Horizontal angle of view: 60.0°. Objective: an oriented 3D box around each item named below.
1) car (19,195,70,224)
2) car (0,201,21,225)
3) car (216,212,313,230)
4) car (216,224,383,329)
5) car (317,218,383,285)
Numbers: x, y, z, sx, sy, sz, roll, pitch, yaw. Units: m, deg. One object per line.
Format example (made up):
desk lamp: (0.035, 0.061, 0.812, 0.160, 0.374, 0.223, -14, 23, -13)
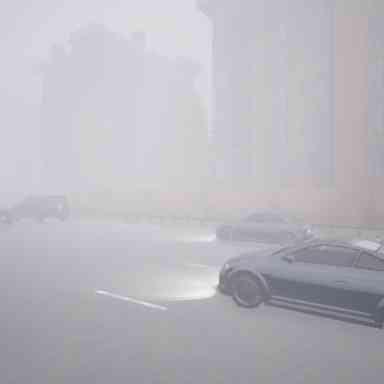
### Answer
car: (-11.510, 1.222, 25.085, 5.566, 2.045, 2.150, 0, 0, 35)
car: (-13.860, 1.526, 22.454, 4.674, 1.442, 1.812, 0, 0, 35)
car: (3.139, 1.564, 14.647, 4.181, 1.385, 1.994, 0, 0, 35)
car: (2.610, 1.563, 6.429, 4.181, 1.385, 1.994, 0, 0, 35)
car: (6.139, 1.547, 8.211, 5.357, 1.411, 2.033, 0, 0, 35)
